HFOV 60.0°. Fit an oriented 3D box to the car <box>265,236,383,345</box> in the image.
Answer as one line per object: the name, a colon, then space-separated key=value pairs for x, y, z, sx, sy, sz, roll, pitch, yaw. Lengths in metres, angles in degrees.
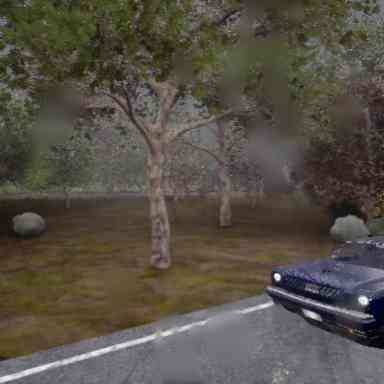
car: x=3.588 y=1.556 z=6.173 sx=4.718 sy=1.301 sz=1.895 roll=2 pitch=-1 yaw=-35
